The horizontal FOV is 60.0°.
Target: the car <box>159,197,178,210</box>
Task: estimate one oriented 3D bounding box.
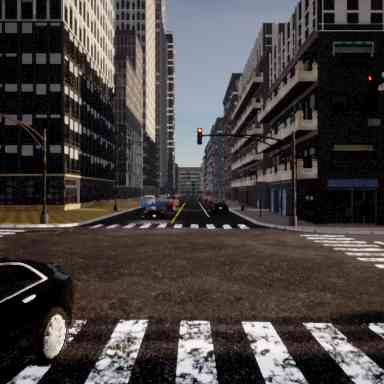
[{"bbox_3d":[-3.063,1.605,39.394,1.895,1.301,4.718,0,0,0],"label":"car"}]

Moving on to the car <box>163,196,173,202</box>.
[{"bbox_3d":[-5.628,1.567,77.738,2.008,1.369,4.403,0,0,0],"label":"car"}]

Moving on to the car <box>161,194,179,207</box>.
[{"bbox_3d":[-3.049,1.358,49.494,2.097,1.767,4.553,0,0,0],"label":"car"}]

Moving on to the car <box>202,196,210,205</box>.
[{"bbox_3d":[2.724,1.550,43.806,1.887,1.381,4.507,0,0,0],"label":"car"}]

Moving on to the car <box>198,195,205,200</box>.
[{"bbox_3d":[2.766,1.590,94.695,1.947,1.339,4.313,0,0,0],"label":"car"}]

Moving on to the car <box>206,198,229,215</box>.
[{"bbox_3d":[2.717,1.568,33.839,1.947,1.339,4.313,0,0,0],"label":"car"}]

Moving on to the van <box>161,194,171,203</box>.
[{"bbox_3d":[-5.633,1.355,72.084,1.690,1.788,3.998,0,0,0],"label":"van"}]

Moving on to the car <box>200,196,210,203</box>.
[{"bbox_3d":[2.748,1.559,72.077,1.887,1.381,4.507,0,0,0],"label":"car"}]

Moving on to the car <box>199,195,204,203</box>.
[{"bbox_3d":[2.738,1.561,60.769,2.008,1.369,4.403,0,0,0],"label":"car"}]

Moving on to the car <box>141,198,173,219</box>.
[{"bbox_3d":[-3.076,1.549,29.719,2.033,1.411,5.357,0,0,0],"label":"car"}]

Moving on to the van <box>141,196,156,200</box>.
[{"bbox_3d":[-5.657,1.346,43.813,1.690,1.788,3.998,0,0,0],"label":"van"}]

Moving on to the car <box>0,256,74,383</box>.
[{"bbox_3d":[-2.878,1.504,3.112,1.837,1.490,4.892,-2,0,7],"label":"car"}]

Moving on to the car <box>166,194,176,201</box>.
[{"bbox_3d":[-5.619,1.337,89.048,2.192,1.841,5.009,0,0,0],"label":"car"}]
